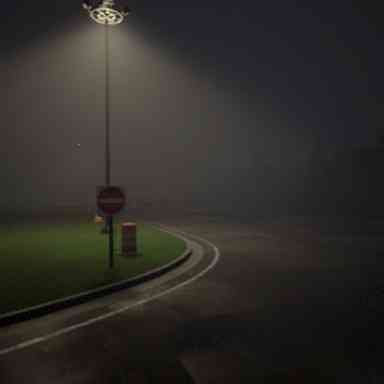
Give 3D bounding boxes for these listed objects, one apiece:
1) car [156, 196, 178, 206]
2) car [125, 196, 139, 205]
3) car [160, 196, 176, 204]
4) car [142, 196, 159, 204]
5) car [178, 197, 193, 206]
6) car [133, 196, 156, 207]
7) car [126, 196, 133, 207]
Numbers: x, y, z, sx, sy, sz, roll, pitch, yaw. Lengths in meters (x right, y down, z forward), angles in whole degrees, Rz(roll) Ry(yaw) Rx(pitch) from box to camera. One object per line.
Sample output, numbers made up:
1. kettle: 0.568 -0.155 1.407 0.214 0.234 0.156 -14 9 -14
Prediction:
1. car: -4.462 1.563 54.421 2.033 1.411 5.357 0 0 -20
2. car: -11.398 1.568 62.932 1.837 1.490 4.892 0 0 -20
3. car: -4.833 1.520 65.363 1.837 1.490 4.892 0 0 -20
4. car: -8.115 1.586 64.148 2.033 1.411 5.357 0 0 -20
5. car: -1.301 1.518 55.977 1.812 1.442 4.674 0 0 -19
6. car: -7.747 1.531 53.215 2.128 1.511 4.902 0 0 -20
7. car: -11.071 1.556 52.115 2.128 1.511 4.902 0 0 -20
